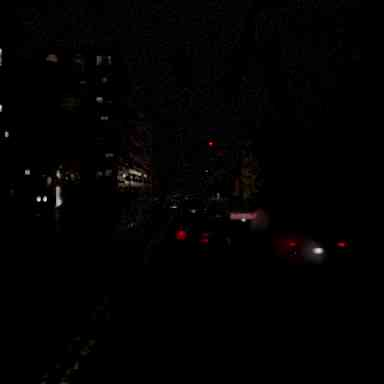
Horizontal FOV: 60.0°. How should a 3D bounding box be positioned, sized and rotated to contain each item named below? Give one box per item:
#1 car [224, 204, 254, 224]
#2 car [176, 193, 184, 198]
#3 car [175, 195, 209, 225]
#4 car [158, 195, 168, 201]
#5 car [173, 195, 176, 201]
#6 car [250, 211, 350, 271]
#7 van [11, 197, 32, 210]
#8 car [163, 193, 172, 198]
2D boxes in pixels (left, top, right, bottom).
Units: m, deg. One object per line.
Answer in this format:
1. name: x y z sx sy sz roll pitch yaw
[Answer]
1. car: 3.350 1.526 23.791 1.895 1.301 4.718 0 0 0
2. car: -3.241 0.915 89.350 2.033 1.411 5.357 0 0 0
3. car: 0.099 1.278 23.743 2.097 1.767 4.553 0 0 0
4. car: -6.493 1.390 73.755 1.895 1.301 4.718 0 0 0
5. car: -3.243 1.320 73.784 2.128 1.511 4.902 0 0 0
6. car: 3.349 1.528 10.837 1.994 1.385 4.181 0 0 0
7. van: -22.726 1.474 42.702 3.998 1.788 1.690 -1 1 -1
8. car: -6.491 0.915 89.351 2.033 1.411 5.357 0 0 0
